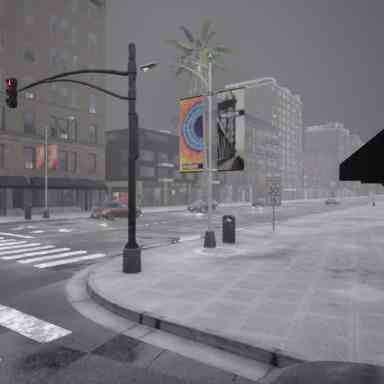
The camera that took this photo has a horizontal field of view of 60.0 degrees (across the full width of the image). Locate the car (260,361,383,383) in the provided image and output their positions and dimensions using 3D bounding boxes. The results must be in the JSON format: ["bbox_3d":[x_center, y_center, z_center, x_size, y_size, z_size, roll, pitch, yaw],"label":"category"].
[{"bbox_3d":[2.171,1.551,1.302,4.403,1.369,2.008,0,0,35],"label":"car"}]

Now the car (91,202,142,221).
[{"bbox_3d":[-6.146,1.549,27.594,1.812,1.442,4.674,0,0,35],"label":"car"}]

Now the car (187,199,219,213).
[{"bbox_3d":[1.349,1.552,38.230,1.837,1.490,4.892,0,0,35],"label":"car"}]

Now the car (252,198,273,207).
[{"bbox_3d":[11.247,1.650,52.143,2.033,1.411,5.357,0,0,35],"label":"car"}]

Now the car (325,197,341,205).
[{"bbox_3d":[26.315,1.711,62.095,1.994,1.385,4.181,0,0,35],"label":"car"}]
